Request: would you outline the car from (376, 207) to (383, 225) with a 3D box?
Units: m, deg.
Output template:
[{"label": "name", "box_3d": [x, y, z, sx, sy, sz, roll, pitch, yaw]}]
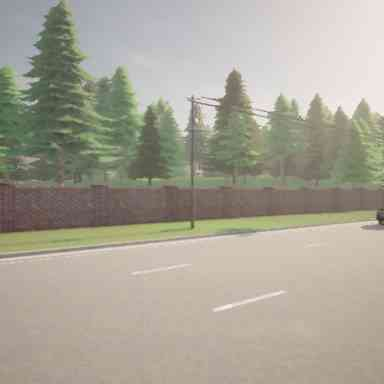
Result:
[{"label": "car", "box_3d": [14.452, 1.485, 22.653, 4.902, 1.511, 2.128, 0, 0, -36]}]
